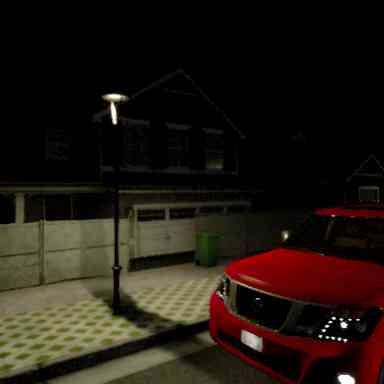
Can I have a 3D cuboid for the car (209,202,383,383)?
[{"bbox_3d":[2.880,1.214,5.126,5.566,2.045,2.150,0,0,-35],"label":"car"}]
